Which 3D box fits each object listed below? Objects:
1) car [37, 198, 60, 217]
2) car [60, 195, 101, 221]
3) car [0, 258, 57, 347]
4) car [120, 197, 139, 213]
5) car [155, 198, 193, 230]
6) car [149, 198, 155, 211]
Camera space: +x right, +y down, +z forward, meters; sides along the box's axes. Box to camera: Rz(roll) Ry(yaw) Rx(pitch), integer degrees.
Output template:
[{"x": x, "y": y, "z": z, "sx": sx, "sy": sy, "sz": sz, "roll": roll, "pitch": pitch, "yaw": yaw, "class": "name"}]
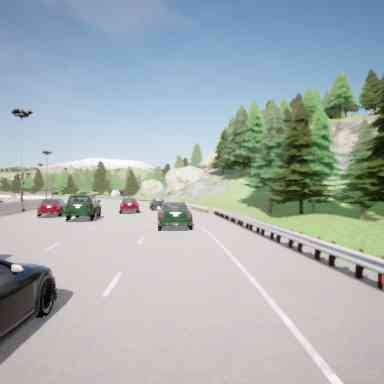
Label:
[{"x": -13.178, "y": 1.378, "z": 31.963, "sx": 2.097, "sy": 1.767, "sz": 4.553, "roll": 0, "pitch": 0, "yaw": -9, "class": "car"}, {"x": -8.963, "y": 1.239, "z": 27.703, "sx": 2.150, "sy": 2.045, "sz": 5.566, "roll": 0, "pitch": 0, "yaw": -8, "class": "car"}, {"x": -3.563, "y": 1.571, "z": 4.765, "sx": 1.994, "sy": 1.385, "sz": 4.181, "roll": 0, "pitch": 0, "yaw": -2, "class": "car"}, {"x": -7.090, "y": 1.366, "z": 37.733, "sx": 2.097, "sy": 1.767, "sz": 4.553, "roll": 0, "pitch": 0, "yaw": -10, "class": "car"}, {"x": -1.174, "y": 1.355, "z": 21.422, "sx": 2.097, "sy": 1.767, "sz": 4.553, "roll": 0, "pitch": 0, "yaw": -6, "class": "car"}, {"x": -4.330, "y": 1.501, "z": 41.886, "sx": 2.128, "sy": 1.511, "sz": 4.902, "roll": 0, "pitch": 0, "yaw": -11, "class": "car"}]
